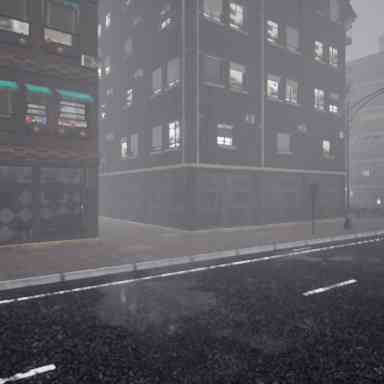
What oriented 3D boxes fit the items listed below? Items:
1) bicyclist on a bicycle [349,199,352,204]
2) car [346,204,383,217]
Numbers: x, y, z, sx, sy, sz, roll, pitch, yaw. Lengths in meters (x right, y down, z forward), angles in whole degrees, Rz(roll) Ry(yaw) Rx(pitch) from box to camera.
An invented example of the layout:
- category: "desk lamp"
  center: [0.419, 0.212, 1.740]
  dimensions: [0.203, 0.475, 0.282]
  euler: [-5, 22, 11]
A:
- category: "bicyclist on a bicycle"
  center: [21.398, 1.671, 45.319]
  dimensions: [1.656, 1.620, 0.582]
  euler: [0, 0, -36]
- category: "car"
  center: [17.720, 1.909, 35.579]
  dimensions: [1.895, 1.301, 4.718]
  euler: [0, -1, -39]
